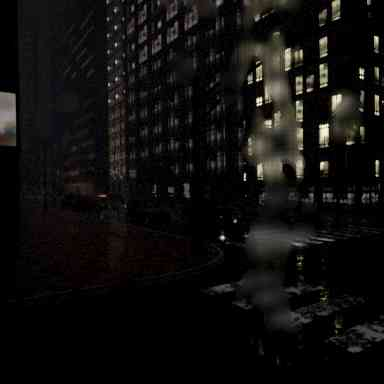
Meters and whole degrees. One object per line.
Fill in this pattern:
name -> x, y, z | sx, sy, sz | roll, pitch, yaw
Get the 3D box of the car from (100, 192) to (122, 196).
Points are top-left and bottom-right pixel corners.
car -> -12.007, 1.009, 51.033 | 1.837, 1.490, 4.892 | -1, 1, -35

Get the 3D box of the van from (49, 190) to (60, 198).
van -> -32.510, 0.531, 79.974 | 1.690, 1.788, 3.998 | -1, 1, -35

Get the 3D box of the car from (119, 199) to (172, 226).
car -> -2.930, 1.455, 22.371 | 2.008, 1.369, 4.403 | -1, 1, -35

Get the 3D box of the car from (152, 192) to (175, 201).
car -> -3.688, 0.963, 38.177 | 2.192, 1.841, 5.009 | -1, 1, -35

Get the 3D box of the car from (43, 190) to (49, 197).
car -> -35.712, 0.688, 84.621 | 2.008, 1.369, 4.403 | -1, 1, -35

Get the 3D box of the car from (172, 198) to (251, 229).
car -> 1.085, 1.382, 21.034 | 2.128, 1.511, 4.902 | -1, 1, -34

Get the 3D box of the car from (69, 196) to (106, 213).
car -> -10.562, 1.354, 33.390 | 1.947, 1.339, 4.313 | -1, 1, -35

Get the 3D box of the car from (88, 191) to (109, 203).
car -> -15.992, 0.795, 56.750 | 2.097, 1.767, 4.553 | -1, 1, -35

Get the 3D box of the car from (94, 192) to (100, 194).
car -> -16.187, 1.076, 51.743 | 2.033, 1.411, 5.357 | -1, 1, -34

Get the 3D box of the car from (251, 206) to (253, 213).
car -> 3.064, 1.278, 28.322 | 1.752, 1.417, 4.829 | -1, 1, -35

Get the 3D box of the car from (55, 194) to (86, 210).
car -> -13.766, 1.289, 38.034 | 2.008, 1.369, 4.403 | -1, 1, -35

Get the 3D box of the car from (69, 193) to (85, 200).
car -> -22.903, 0.889, 66.045 | 1.887, 1.381, 4.507 | -1, 1, -35

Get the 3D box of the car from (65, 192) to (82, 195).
car -> -16.222, 1.127, 46.239 | 1.837, 1.490, 4.892 | -1, 1, -34

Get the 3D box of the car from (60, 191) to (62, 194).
car -> -21.731, 0.946, 59.756 | 1.837, 1.490, 4.892 | -1, 1, -34

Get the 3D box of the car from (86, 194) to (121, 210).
car -> -10.035, 1.246, 37.189 | 1.812, 1.442, 4.674 | -1, 1, -35

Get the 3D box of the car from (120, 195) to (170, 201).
car -> -4.185, 1.315, 28.689 | 1.837, 1.490, 4.892 | -1, 1, -35
